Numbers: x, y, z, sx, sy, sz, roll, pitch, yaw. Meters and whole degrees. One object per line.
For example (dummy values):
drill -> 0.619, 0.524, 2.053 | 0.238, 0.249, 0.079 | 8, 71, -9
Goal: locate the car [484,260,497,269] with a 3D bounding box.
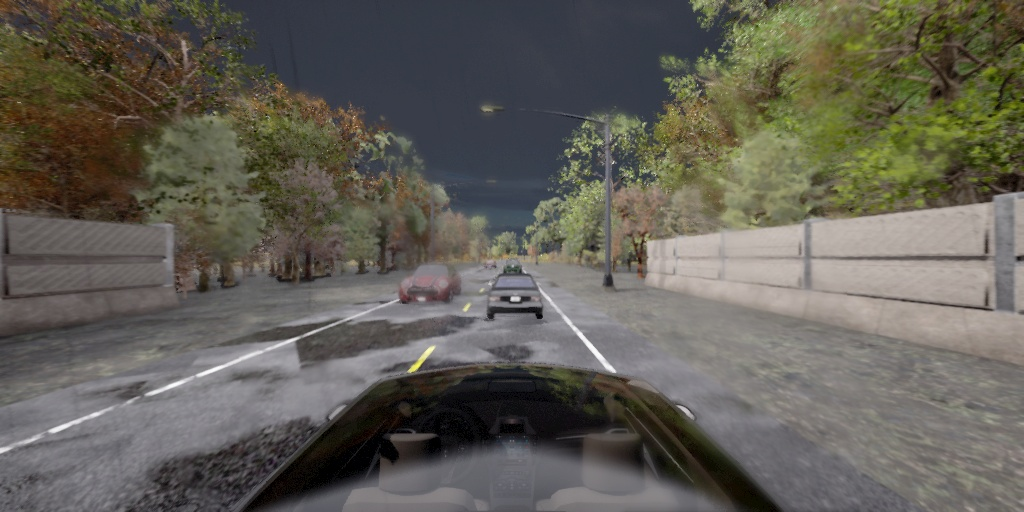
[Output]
car -> -3.576, 1.352, 59.891 | 1.812, 1.442, 4.674 | 0, 0, 1

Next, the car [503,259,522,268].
car -> 0.079, 1.167, 41.560 | 2.097, 1.767, 4.553 | 0, 0, 0

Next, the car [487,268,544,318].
car -> 0.094, 1.324, 13.138 | 2.033, 1.411, 5.357 | 0, 0, 0

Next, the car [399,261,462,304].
car -> -3.604, 1.126, 16.607 | 2.097, 1.767, 4.553 | 0, 0, 0
